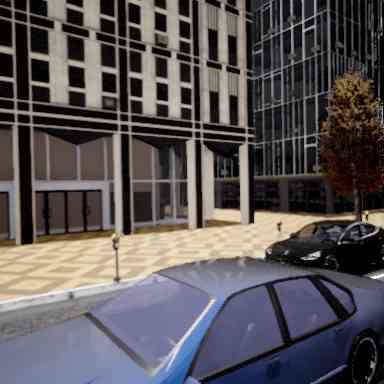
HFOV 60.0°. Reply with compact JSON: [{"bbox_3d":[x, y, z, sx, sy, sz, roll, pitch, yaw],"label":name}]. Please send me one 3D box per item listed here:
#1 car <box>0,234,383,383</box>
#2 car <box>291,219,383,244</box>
[{"bbox_3d":[0.292,1.524,3.589,5.357,1.411,2.033,-1,0,-36],"label":"car"},{"bbox_3d":[3.955,1.478,9.358,4.313,1.339,1.947,-1,0,-36],"label":"car"}]
